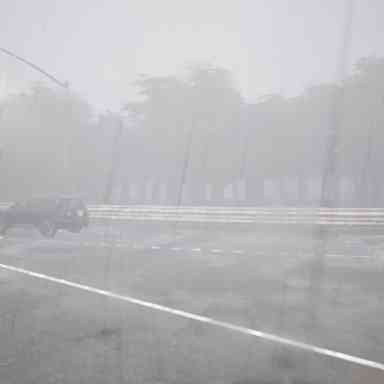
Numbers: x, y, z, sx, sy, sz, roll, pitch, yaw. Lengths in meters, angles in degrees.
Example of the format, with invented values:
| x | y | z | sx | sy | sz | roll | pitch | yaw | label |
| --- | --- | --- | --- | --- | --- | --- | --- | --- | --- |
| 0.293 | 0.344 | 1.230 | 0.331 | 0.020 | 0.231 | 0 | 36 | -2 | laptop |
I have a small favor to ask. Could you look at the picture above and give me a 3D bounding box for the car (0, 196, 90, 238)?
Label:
| x | y | z | sx | sy | sz | roll | pitch | yaw | label |
| --- | --- | --- | --- | --- | --- | --- | --- | --- | --- |
| -8.126 | 1.222 | 17.821 | 5.566 | 2.045 | 2.150 | 0 | 0 | 22 | car |
